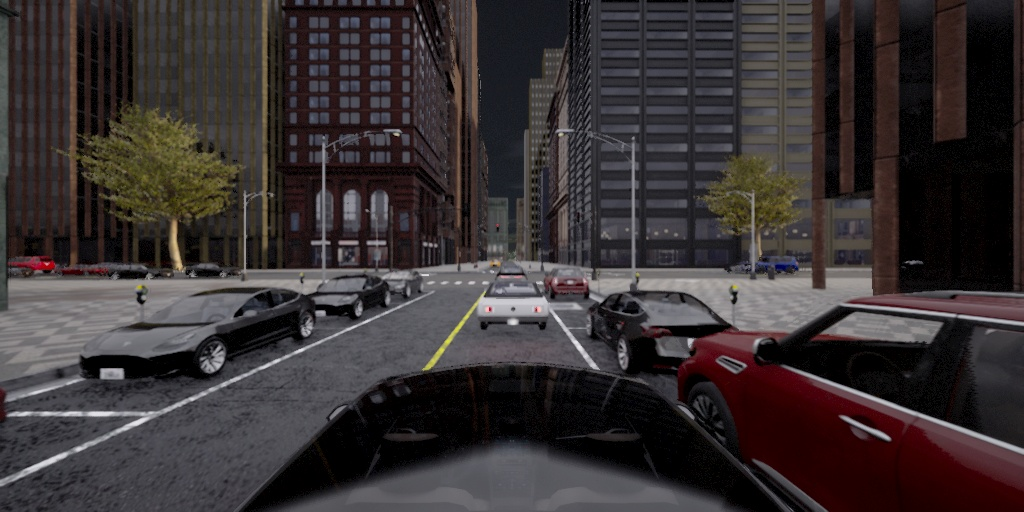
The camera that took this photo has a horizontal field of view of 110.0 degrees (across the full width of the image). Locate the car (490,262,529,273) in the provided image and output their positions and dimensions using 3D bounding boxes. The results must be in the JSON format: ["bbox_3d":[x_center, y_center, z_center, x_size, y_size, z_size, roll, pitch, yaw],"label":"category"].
[{"bbox_3d":[-0.040,1.317,21.282,2.128,1.511,4.902,0,0,0],"label":"car"}]

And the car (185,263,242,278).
[{"bbox_3d":[-30.394,1.450,36.636,5.008,1.535,1.882,0,0,0],"label":"car"}]

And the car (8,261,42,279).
[{"bbox_3d":[-51.962,1.550,36.633,4.892,1.490,1.837,-1,0,0],"label":"car"}]

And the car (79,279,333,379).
[{"bbox_3d":[-5.773,1.337,7.350,1.948,1.339,4.313,0,0,0],"label":"car"}]

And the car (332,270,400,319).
[{"bbox_3d":[-5.785,1.359,12.986,1.948,1.339,4.313,0,0,0],"label":"car"}]

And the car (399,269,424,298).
[{"bbox_3d":[-5.798,1.365,18.623,2.007,1.370,4.403,0,0,0],"label":"car"}]

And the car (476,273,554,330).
[{"bbox_3d":[0.041,1.387,11.262,1.895,1.301,4.718,0,0,0],"label":"car"}]

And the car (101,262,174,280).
[{"bbox_3d":[-34.455,1.465,33.370,5.008,1.535,1.882,0,0,0],"label":"car"}]

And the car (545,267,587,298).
[{"bbox_3d":[2.727,1.255,18.643,1.967,1.591,4.097,0,0,0],"label":"car"}]

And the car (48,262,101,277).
[{"bbox_3d":[-47.819,1.620,39.956,4.718,1.301,1.895,0,0,0],"label":"car"}]

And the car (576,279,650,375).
[{"bbox_3d":[2.752,1.337,7.371,1.948,1.339,4.313,0,0,0],"label":"car"}]

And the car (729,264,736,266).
[{"bbox_3d":[28.198,1.385,43.583,4.181,1.385,1.994,0,0,0],"label":"car"}]

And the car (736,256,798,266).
[{"bbox_3d":[28.982,1.046,40.337,5.566,2.045,2.150,0,0,0],"label":"car"}]

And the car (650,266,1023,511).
[{"bbox_3d":[2.764,1.065,1.735,2.192,1.841,5.009,0,0,0],"label":"car"}]

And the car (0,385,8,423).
[{"bbox_3d":[-5.761,1.332,1.714,1.802,1.307,4.207,0,0,0],"label":"car"}]

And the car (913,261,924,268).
[{"bbox_3d":[49.027,1.285,40.333,4.902,1.511,2.128,0,0,0],"label":"car"}]
